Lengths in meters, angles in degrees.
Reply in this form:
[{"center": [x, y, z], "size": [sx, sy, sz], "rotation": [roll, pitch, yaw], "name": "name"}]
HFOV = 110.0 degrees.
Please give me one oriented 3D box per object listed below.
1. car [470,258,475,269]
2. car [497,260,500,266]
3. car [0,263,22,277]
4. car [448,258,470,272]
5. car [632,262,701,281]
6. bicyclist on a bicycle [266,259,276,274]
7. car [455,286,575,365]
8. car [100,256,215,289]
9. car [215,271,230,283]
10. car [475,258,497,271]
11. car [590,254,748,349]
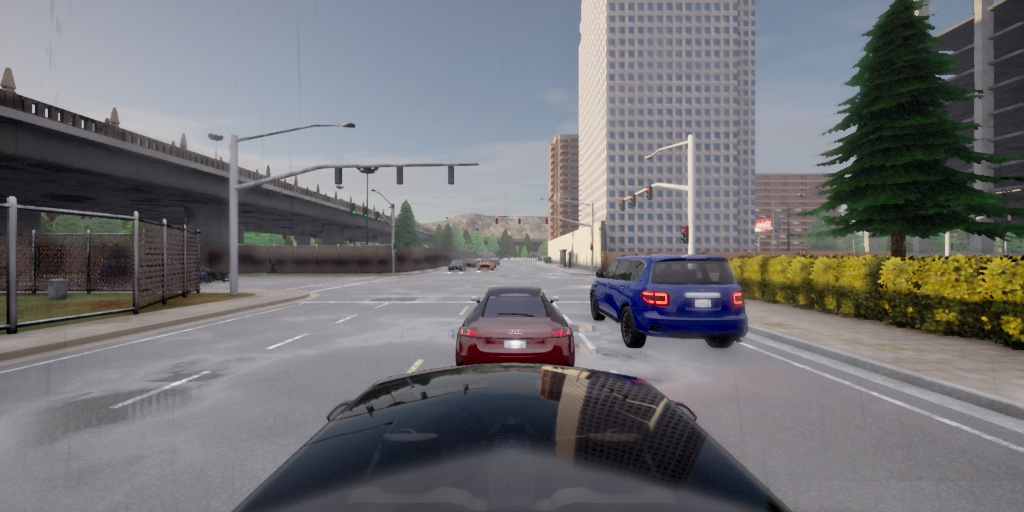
[{"center": [-7.076, 1.103, 58.532], "size": [2.097, 1.767, 4.553], "rotation": [0, 0, 0], "name": "car"}, {"center": [-3.574, 1.242, 59.650], "size": [2.128, 1.511, 4.902], "rotation": [0, 0, 0], "name": "car"}, {"center": [-49.281, 1.369, 33.771], "size": [4.181, 1.385, 1.994], "rotation": [0, 0, 1], "name": "car"}, {"center": [-7.088, 1.253, 46.692], "size": [1.837, 1.490, 4.892], "rotation": [0, 0, 0], "name": "car"}, {"center": [13.000, 1.297, 30.402], "size": [4.902, 1.511, 2.128], "rotation": [0, 0, -2], "name": "car"}, {"center": [-25.293, 1.106, 37.661], "size": [0.582, 1.620, 1.656], "rotation": [0, 0, 0], "name": "bicyclist on a bicycle"}, {"center": [0.064, 1.314, 7.465], "size": [1.994, 1.385, 4.181], "rotation": [0, 0, 0], "name": "car"}, {"center": [-23.055, 1.026, 23.182], "size": [5.566, 2.045, 2.150], "rotation": [0, 0, 0], "name": "car"}, {"center": [-23.439, 1.406, 26.682], "size": [4.718, 1.301, 1.895], "rotation": [0, 0, 0], "name": "car"}, {"center": [-3.581, 1.102, 49.836], "size": [2.097, 1.767, 4.553], "rotation": [0, 0, 0], "name": "car"}, {"center": [3.570, 0.971, 9.331], "size": [2.150, 2.045, 5.566], "rotation": [0, 0, 1], "name": "car"}]
